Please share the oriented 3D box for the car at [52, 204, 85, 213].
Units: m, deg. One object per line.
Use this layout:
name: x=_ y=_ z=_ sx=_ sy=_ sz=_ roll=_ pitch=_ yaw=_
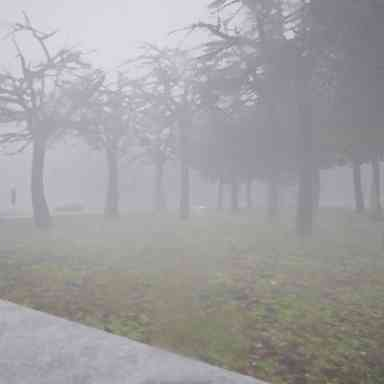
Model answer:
car: x=-20.390 y=2.660 z=55.249 sx=2.033 sy=1.411 sz=5.357 roll=-2 pitch=-2 yaw=34
